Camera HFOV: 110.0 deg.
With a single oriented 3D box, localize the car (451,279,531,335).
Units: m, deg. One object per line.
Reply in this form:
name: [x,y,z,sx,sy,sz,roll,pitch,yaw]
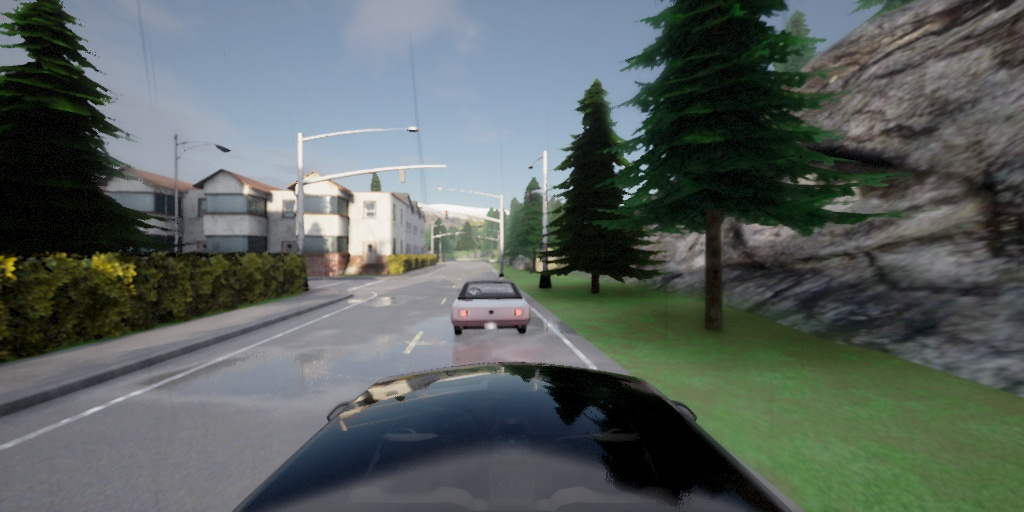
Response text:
car: [-0.665,1.327,10.468,1.895,1.301,4.718,0,0,-5]
